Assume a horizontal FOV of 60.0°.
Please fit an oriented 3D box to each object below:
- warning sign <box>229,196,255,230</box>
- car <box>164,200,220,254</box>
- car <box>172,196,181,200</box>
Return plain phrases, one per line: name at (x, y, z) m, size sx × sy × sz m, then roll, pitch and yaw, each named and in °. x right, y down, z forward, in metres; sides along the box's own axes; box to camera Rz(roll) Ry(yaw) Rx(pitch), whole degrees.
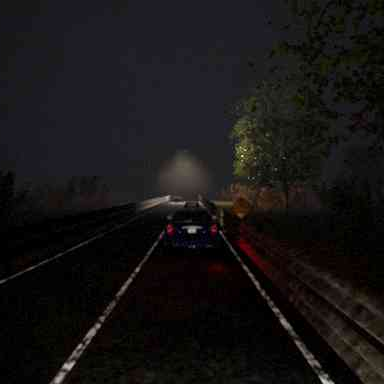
warning sign at (2.830, 1.176, 19.141) m, size 1.300 × 1.860 × 1.060 m, roll -1°, pitch -1°, yaw 0°
car at (0.002, 1.416, 14.070) m, size 2.097 × 1.767 × 4.553 m, roll 0°, pitch 0°, yaw 0°
car at (-3.225, 1.544, 70.956) m, size 1.895 × 1.301 × 4.718 m, roll 0°, pitch 0°, yaw 0°
